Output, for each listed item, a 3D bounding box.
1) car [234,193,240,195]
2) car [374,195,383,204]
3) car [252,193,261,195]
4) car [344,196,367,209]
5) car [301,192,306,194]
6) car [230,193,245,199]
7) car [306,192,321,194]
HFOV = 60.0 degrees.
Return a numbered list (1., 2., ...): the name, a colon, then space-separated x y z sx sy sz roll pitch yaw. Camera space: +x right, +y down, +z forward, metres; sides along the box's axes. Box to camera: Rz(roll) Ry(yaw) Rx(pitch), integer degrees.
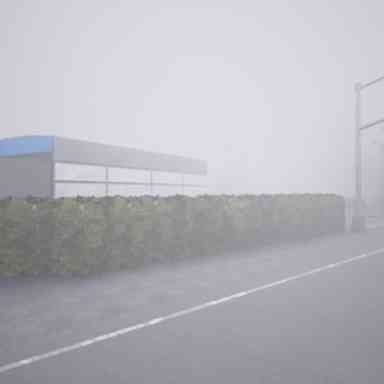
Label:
1. car: 8.685 1.188 63.690 4.514 1.523 2.007 0 0 -41
2. car: 31.331 1.249 54.182 3.806 1.475 1.970 0 0 -41
3. car: 16.311 1.003 82.561 5.027 1.636 2.152 0 0 -41
4. car: 19.182 1.247 39.767 4.514 1.523 2.007 0 0 -41
5. car: 24.662 0.925 72.868 3.866 1.878 1.905 0 0 -41
6. car: 11.877 1.082 87.211 3.806 1.475 1.970 0 0 -41
7. car: 26.871 0.945 70.936 4.605 1.855 1.932 0 0 -41
